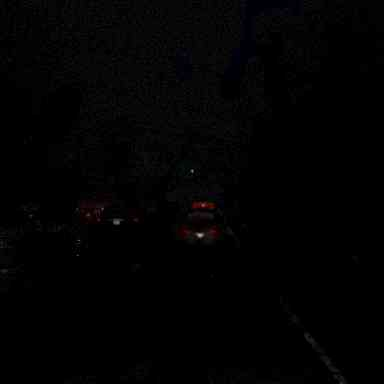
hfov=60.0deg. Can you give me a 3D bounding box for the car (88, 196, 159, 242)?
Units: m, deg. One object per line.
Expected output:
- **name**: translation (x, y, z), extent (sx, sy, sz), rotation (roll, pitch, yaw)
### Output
- **car**: translation (-3.075, 1.278, 15.952), extent (2.097, 1.767, 4.553), rotation (0, 0, 2)

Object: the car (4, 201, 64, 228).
- **car**: translation (-10.076, 1.374, 21.598), extent (1.882, 1.535, 5.008), rotation (0, 0, 2)

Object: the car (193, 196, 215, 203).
- **car**: translation (1.120, 1.208, 31.564), extent (2.097, 1.767, 4.553), rotation (0, 0, 3)

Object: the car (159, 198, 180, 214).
- **car**: translation (-2.291, 1.324, 33.304), extent (1.882, 1.535, 5.008), rotation (0, 0, 3)

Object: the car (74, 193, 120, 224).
- **car**: translation (-6.475, 1.109, 23.932), extent (2.150, 2.045, 5.566), rotation (0, 0, 3)

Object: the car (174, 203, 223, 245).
- **car**: translation (0.392, 1.457, 15.047), extent (1.812, 1.442, 4.674), rotation (0, 0, 2)
